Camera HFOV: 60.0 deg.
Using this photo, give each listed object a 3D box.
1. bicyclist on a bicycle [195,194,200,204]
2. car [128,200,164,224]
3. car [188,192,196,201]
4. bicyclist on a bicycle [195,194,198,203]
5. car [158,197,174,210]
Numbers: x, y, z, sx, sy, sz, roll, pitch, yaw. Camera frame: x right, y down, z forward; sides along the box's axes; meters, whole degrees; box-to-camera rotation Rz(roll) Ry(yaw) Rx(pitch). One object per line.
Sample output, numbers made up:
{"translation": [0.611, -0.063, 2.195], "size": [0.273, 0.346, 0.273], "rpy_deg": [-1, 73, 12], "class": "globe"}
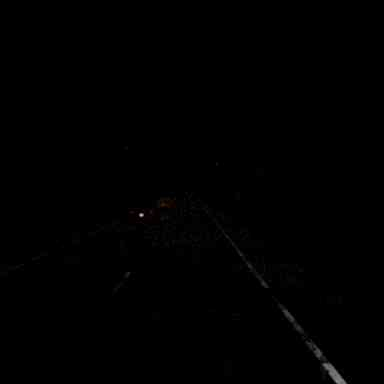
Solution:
{"translation": [0.954, 1.354, 58.318], "size": [0.866, 1.612, 1.509], "rpy_deg": [0, 0, 0], "class": "bicyclist on a bicycle"}
{"translation": [-3.401, 1.529, 24.420], "size": [1.994, 1.385, 4.181], "rpy_deg": [0, 0, 0], "class": "car"}
{"translation": [-0.003, 1.429, 80.898], "size": [1.994, 1.385, 4.181], "rpy_deg": [0, 0, 0], "class": "car"}
{"translation": [0.960, 1.276, 67.072], "size": [0.659, 1.776, 1.843], "rpy_deg": [0, 0, 0], "class": "bicyclist on a bicycle"}
{"translation": [-3.404, 1.418, 41.979], "size": [1.882, 1.535, 5.008], "rpy_deg": [0, 0, 0], "class": "car"}
